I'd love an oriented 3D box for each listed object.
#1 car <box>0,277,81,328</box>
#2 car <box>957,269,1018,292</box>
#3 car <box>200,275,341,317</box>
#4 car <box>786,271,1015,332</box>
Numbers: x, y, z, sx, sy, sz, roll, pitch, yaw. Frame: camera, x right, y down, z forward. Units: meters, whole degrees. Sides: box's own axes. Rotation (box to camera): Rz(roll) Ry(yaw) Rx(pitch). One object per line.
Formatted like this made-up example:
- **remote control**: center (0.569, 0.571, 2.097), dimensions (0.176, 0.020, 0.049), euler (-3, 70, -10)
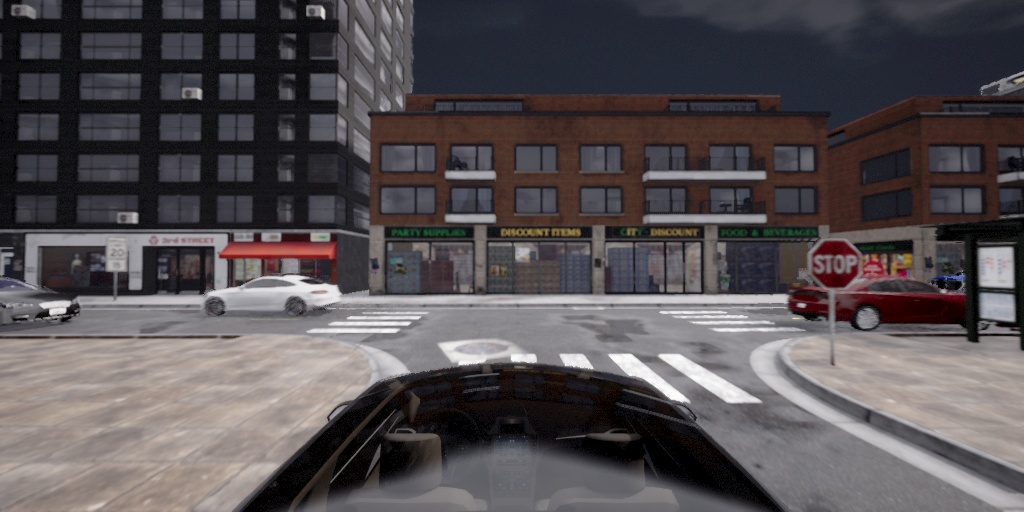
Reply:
- **car**: center (-15.823, 1.367, 10.560), dimensions (4.902, 1.511, 2.128), euler (0, -1, 0)
- **car**: center (19.205, 1.092, 13.627), dimensions (5.566, 2.045, 2.150), euler (0, -1, 0)
- **car**: center (-8.951, 1.448, 13.534), dimensions (4.674, 1.442, 1.812), euler (0, -1, 0)
- **car**: center (11.043, 1.305, 10.646), dimensions (5.008, 1.535, 1.882), euler (0, -1, 0)
